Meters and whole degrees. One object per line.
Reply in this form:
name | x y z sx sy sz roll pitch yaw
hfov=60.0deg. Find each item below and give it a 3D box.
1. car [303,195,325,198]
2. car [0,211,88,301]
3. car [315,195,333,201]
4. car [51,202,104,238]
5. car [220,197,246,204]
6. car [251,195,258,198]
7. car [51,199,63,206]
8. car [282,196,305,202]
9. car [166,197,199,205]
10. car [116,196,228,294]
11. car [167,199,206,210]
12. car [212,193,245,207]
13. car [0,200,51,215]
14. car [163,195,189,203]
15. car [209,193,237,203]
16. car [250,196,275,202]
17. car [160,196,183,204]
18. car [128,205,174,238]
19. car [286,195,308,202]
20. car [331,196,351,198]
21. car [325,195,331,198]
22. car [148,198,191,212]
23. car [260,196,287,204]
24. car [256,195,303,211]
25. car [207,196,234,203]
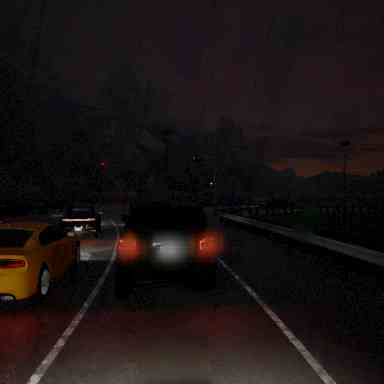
car | 24.270 1.553 68.017 4.181 1.385 1.994 0 0 -20
car | -4.166 1.478 8.305 1.882 1.535 5.008 0 0 -6
car | 33.863 1.452 85.344 5.008 1.535 1.882 0 0 -34
car | -5.773 1.492 17.548 2.128 1.511 4.902 0 0 -14
car | 7.628 1.564 61.958 4.181 1.385 1.994 0 0 -20
car | 14.634 1.355 71.886 4.553 1.767 2.097 0 0 -20
car | -16.939 1.569 41.571 4.181 1.385 1.994 0 0 -20
car | 22.896 1.595 74.997 4.718 1.301 1.895 0 0 -23
car | -1.685 1.547 58.556 5.357 1.411 2.033 0 0 -20
car | -0.759 1.221 9.034 2.150 2.045 5.566 0 0 -7
car | -0.697 1.601 43.796 4.718 1.301 1.895 0 0 -20
car | 5.728 1.351 49.878 4.553 1.767 2.097 0 0 -20
car | -15.957 1.513 30.748 4.892 1.490 1.837 0 0 -20
car | -3.306 1.478 69.043 5.008 1.535 1.882 0 0 -20
car | 6.749 1.225 72.723 5.566 2.045 2.150 0 0 -20
car | 16.158 1.540 76.175 5.357 1.411 2.033 0 0 -20
car | -4.006 1.564 65.143 4.181 1.385 1.994 0 0 -20
car | -2.512 1.547 19.073 2.033 1.411 5.357 0 0 -13
car | 25.289 1.478 79.975 5.008 1.535 1.882 0 0 -27
car | 33.537 1.540 72.511 5.357 1.411 2.033 0 0 -30
car | 31.946 1.595 79.762 4.718 1.301 1.895 0 0 -30
car | -2.655 1.527 39.351 4.674 1.442 1.812 0 0 -20
car | 15.877 1.478 64.936 5.008 1.535 1.882 0 0 -20
car | 10.635 1.506 40.493 4.892 1.490 1.837 0 0 -20
car | 5.873 1.547 68.687 5.357 1.411 2.033 0 0 -20
